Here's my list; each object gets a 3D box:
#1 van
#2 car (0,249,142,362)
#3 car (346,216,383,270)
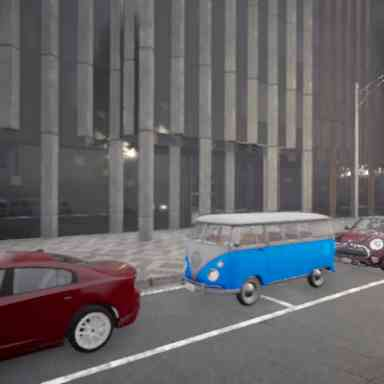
[{"bbox_3d":[1.679,1.389,7.854,3.998,1.788,1.690,1,-1,-36],"label":"van"},{"bbox_3d":[-2.909,1.546,4.576,4.507,1.381,1.887,1,-1,-36],"label":"car"},{"bbox_3d":[6.265,1.535,11.130,4.097,1.590,1.967,1,-1,-36],"label":"car"}]
